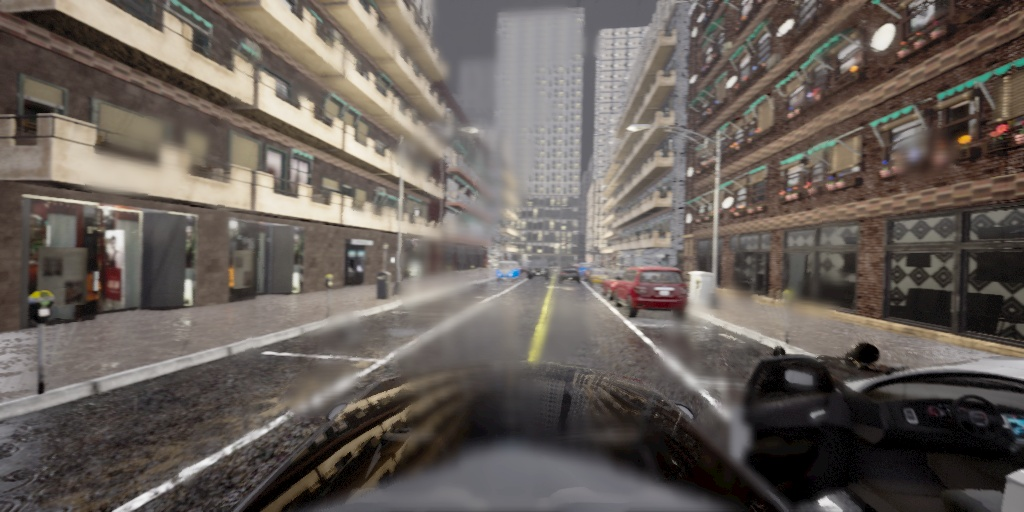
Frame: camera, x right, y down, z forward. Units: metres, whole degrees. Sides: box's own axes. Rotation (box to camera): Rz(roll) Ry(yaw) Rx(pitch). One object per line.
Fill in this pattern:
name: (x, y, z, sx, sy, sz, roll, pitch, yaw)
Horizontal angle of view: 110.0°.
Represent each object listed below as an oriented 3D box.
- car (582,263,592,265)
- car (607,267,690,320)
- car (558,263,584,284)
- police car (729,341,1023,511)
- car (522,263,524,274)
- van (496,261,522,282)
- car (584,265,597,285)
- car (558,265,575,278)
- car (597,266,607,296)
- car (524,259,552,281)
car: (8.177, 1.736, 36.158, 1.967, 1.591, 4.097, 0, 0, 7)
car: (5.304, 1.330, 14.150, 2.192, 1.841, 5.009, 0, 0, 7)
car: (5.215, 1.682, 32.496, 1.837, 1.490, 4.892, 2, -1, 8)
police car: (3.415, 1.275, 2.009, 1.930, 1.638, 5.238, 2, -1, 7)
car: (1.800, 1.662, 48.165, 1.967, 1.591, 4.097, 0, 0, 7)
van: (-0.355, 1.353, 31.659, 1.690, 1.789, 3.998, 0, 0, 7)
car: (7.481, 1.751, 30.825, 1.751, 1.417, 4.829, 0, 0, 7)
car: (6.636, 1.885, 43.749, 1.994, 1.385, 4.181, 2, 0, 8)
car: (6.022, 1.525, 19.652, 1.967, 1.591, 4.097, 0, 0, 7)
car: (2.837, 1.369, 36.421, 2.150, 2.045, 5.566, 2, -1, 8)
